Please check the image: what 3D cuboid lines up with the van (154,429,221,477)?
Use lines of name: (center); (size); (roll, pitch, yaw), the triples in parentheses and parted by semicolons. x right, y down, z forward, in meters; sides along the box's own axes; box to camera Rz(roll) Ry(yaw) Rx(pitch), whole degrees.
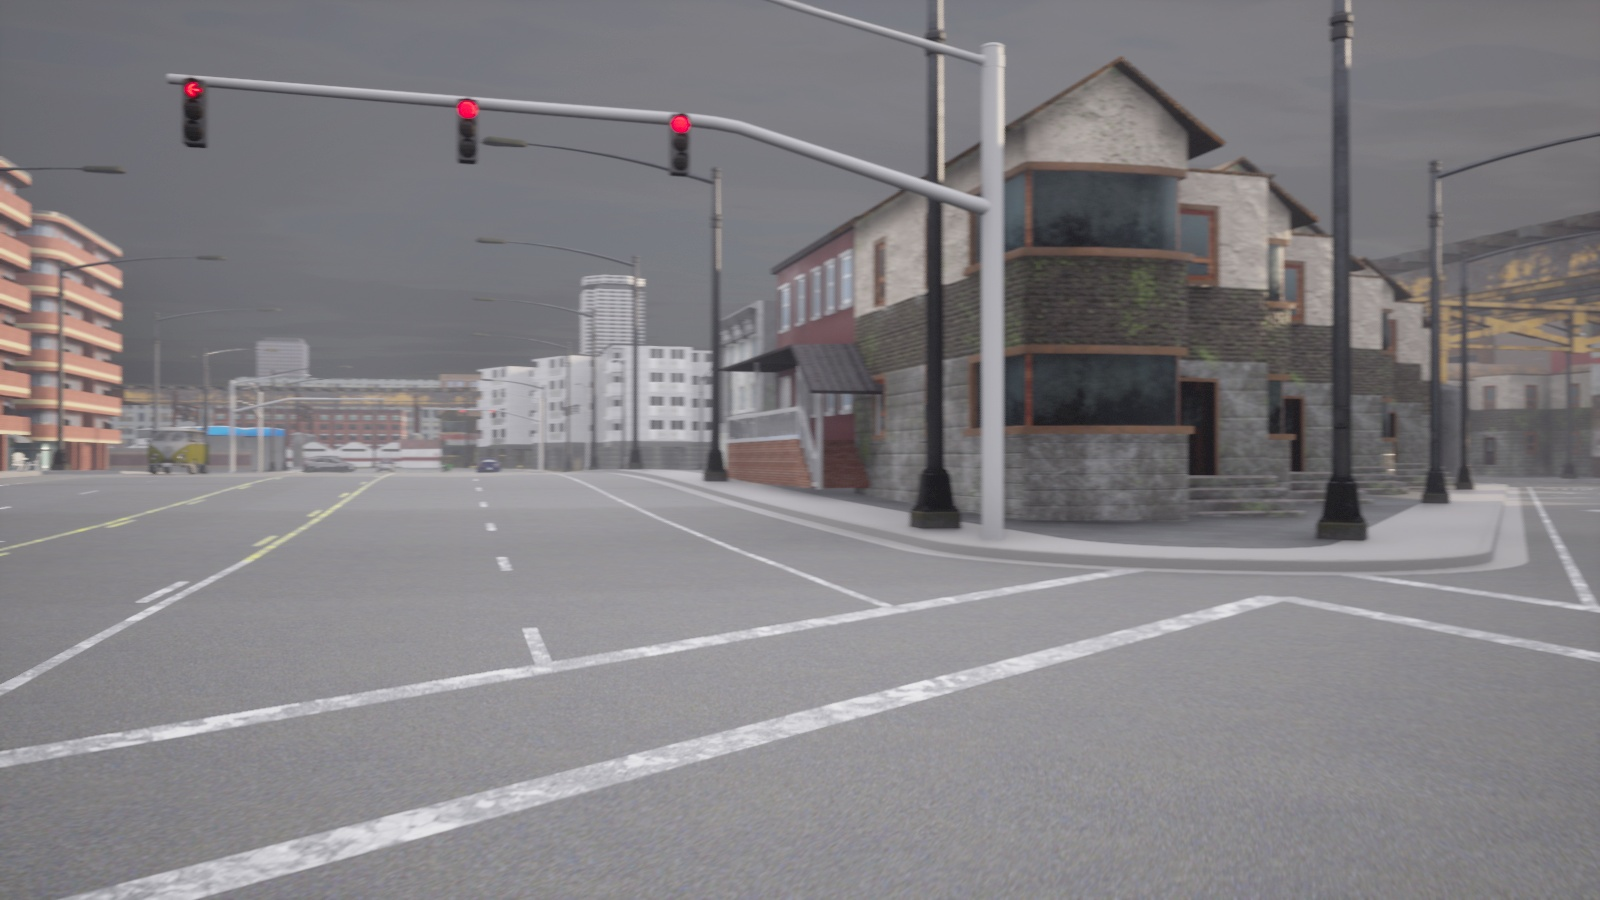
van: (-26.438, 0.147, 54.304); (1.775, 1.987, 4.442); (0, -1, -15)
